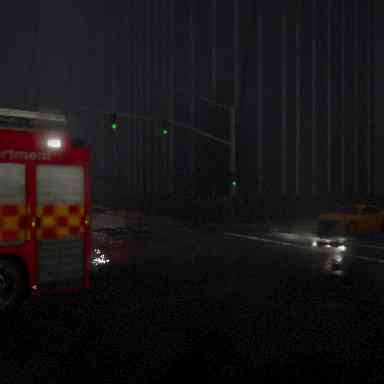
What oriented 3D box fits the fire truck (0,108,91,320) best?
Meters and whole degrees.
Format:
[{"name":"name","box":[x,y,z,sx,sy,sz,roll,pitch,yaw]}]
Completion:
[{"name":"fire truck","box":[-6.212,0.342,5.584,8.468,3.827,2.891,0,0,-30]}]

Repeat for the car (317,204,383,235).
[{"name":"car","box":[9.236,1.478,18.837,5.008,1.535,1.882,0,0,-30]}]
